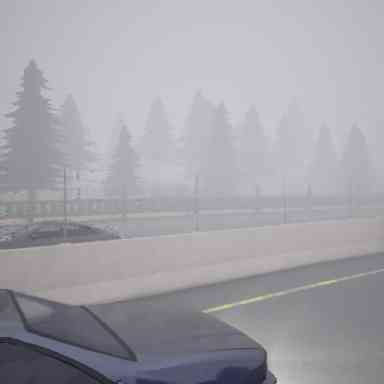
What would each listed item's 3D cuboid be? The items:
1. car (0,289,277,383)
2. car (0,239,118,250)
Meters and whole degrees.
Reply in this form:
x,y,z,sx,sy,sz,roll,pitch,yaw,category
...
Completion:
x,y,z,sx,sy,sz,roll,pitch,yaw,category
-1.818,1.538,2.377,5.357,1.411,2.033,-1,1,-35,car
-4.123,1.507,9.411,4.181,1.385,1.994,-1,1,-33,car
